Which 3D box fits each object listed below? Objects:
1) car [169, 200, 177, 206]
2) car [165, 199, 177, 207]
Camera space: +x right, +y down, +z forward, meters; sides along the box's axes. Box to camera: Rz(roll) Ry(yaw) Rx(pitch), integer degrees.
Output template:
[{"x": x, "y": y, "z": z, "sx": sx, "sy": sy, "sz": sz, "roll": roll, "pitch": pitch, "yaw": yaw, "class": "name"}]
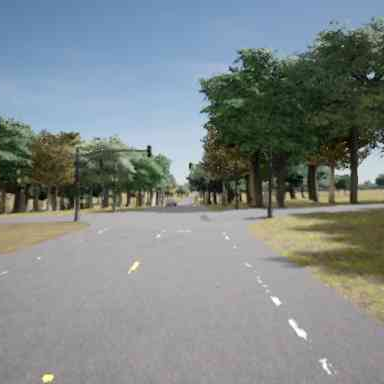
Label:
[{"x": -4.669, "y": 2.795, "z": 83.811, "sx": 1.895, "sy": 1.301, "sz": 4.718, "roll": 0, "pitch": -2, "yaw": -1, "class": "car"}, {"x": -4.329, "y": 2.171, "z": 68.441, "sx": 2.097, "sy": 1.767, "sz": 4.553, "roll": 0, "pitch": -1, "yaw": -1, "class": "car"}]
